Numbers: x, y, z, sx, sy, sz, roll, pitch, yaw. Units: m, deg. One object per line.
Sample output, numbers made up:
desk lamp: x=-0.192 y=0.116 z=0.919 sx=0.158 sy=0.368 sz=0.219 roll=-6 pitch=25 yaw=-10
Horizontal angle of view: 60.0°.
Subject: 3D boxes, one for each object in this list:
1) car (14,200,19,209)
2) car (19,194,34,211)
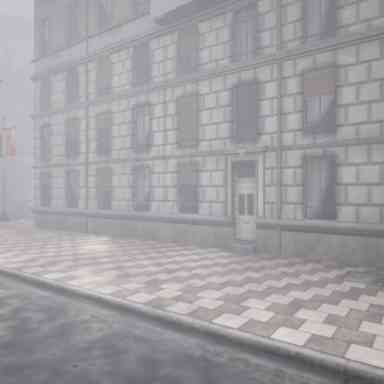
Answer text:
car: x=-19.281 y=1.221 z=41.826 sx=2.150 sy=2.045 sz=5.566 roll=0 pitch=0 yaw=36
car: x=-17.089 y=1.352 z=38.878 sx=2.097 sy=1.767 sz=4.553 roll=0 pitch=0 yaw=36
